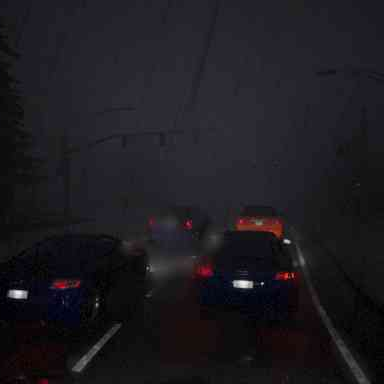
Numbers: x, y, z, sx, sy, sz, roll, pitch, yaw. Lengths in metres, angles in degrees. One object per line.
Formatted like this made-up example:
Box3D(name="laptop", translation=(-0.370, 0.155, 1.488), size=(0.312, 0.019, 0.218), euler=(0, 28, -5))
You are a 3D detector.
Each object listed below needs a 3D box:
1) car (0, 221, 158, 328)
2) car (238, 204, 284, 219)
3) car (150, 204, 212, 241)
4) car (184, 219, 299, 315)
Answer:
Box3D(name="car", translation=(-2.351, 1.564, 7.165), size=(1.994, 1.385, 4.181), euler=(0, 0, 10))
Box3D(name="car", translation=(3.352, 1.352, 16.106), size=(2.097, 1.767, 4.553), euler=(0, 0, 14))
Box3D(name="car", translation=(-0.393, 1.352, 15.563), size=(2.097, 1.767, 4.553), euler=(0, 0, 14))
Box3D(name="car", translation=(1.325, 1.564, 7.708), size=(1.994, 1.385, 4.181), euler=(0, 0, 13))
